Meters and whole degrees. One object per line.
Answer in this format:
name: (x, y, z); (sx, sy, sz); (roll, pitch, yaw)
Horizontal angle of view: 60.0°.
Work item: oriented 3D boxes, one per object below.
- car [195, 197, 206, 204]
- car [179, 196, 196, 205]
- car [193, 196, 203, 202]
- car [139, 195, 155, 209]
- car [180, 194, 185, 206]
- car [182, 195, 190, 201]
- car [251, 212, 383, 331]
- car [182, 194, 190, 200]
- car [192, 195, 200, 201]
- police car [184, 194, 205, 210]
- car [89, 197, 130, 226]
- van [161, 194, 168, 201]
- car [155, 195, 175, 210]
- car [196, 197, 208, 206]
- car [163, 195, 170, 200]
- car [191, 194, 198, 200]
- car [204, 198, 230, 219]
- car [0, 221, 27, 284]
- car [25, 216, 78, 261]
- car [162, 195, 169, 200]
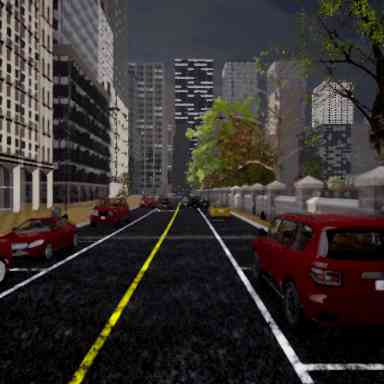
car: (1.588, 1.545, 62.258); (1.947, 1.339, 4.313); (0, 0, -1)
car: (-0.757, 1.487, 59.800); (1.837, 1.490, 4.892); (0, 0, 16)
car: (1.312, 1.537, 73.354); (1.947, 1.339, 4.313); (0, 0, -1)
car: (-6.026, 1.307, 45.564); (2.192, 1.841, 5.009); (0, 0, -1)
car: (-0.529, 1.490, 53.211); (1.837, 1.490, 4.892); (0, 0, -16)
car: (-1.343, 1.392, 77.017); (1.812, 1.442, 4.674); (0, 0, -1)
car: (2.550, 1.315, 6.785); (2.192, 1.841, 5.009); (0, 0, 0)
car: (-1.625, 1.358, 88.439); (2.033, 1.411, 5.357); (0, 0, -1)
car: (1.037, 1.544, 84.451); (1.802, 1.307, 4.206); (0, 0, -1)
police car: (0.308, 1.416, 43.603); (1.930, 1.638, 5.238); (0, 0, -1)
car: (-5.614, 1.315, 23.372); (2.192, 1.841, 5.009); (0, 0, -1)
van: (-6.988, 1.305, 84.342); (1.690, 1.788, 3.998); (0, 0, -1)
car: (-3.348, 1.497, 43.043); (1.837, 1.490, 4.892); (0, 0, -1)
car: (1.726, 1.565, 56.710); (1.802, 1.307, 4.206); (0, 0, -1)
car: (-7.260, 1.496, 95.254); (1.752, 1.417, 4.829); (0, 0, -1)
car: (0.761, 1.390, 95.547); (1.967, 1.590, 4.097); (0, 0, -1)
car: (2.329, 1.522, 29.144); (1.752, 1.417, 4.829); (0, 0, -1)
car: (-5.474, 1.546, 6.728); (1.887, 1.381, 4.507); (0, 0, 0)
car: (-5.506, 1.584, 12.278); (1.802, 1.307, 4.206); (0, 0, 0)
car: (-7.126, 1.540, 89.882); (1.802, 1.307, 4.206); (0, 0, -1)
